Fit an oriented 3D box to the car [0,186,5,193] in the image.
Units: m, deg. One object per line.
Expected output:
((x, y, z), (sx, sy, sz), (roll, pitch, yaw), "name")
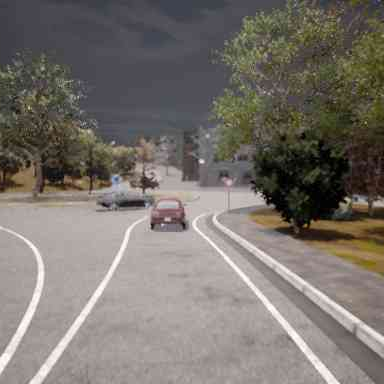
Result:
((-32.902, -0.531, 53.564), (1.882, 1.535, 5.008), (1, 2, 34), "car")

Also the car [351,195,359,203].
((16.266, 0.321, 37.226), (4.553, 1.767, 2.097), (3, 3, -5), "car")

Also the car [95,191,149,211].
((-5.303, 0.676, 27.055), (4.902, 1.511, 2.128), (-1, 3, -29), "car")

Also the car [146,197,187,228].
((-1.249, 1.078, 18.472), (1.812, 1.442, 4.674), (0, 2, -2), "car")
